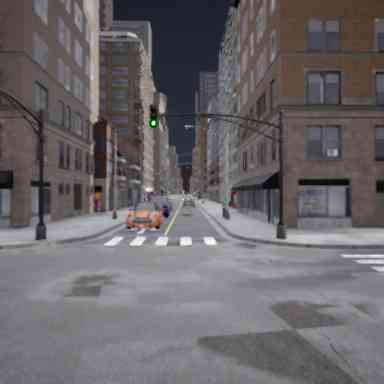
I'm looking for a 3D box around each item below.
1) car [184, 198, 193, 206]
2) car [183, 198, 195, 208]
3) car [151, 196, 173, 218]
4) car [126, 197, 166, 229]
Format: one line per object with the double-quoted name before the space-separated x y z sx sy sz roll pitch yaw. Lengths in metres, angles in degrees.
"car" -0.678 1.823 64.027 1.812 1.442 4.674 0 0 -1
"car" -0.514 1.736 53.608 2.128 1.511 4.902 0 0 -1
"car" -3.255 1.374 32.418 2.150 2.045 5.566 0 0 -1
"car" -3.084 1.463 22.278 2.097 1.767 4.553 0 0 -1
